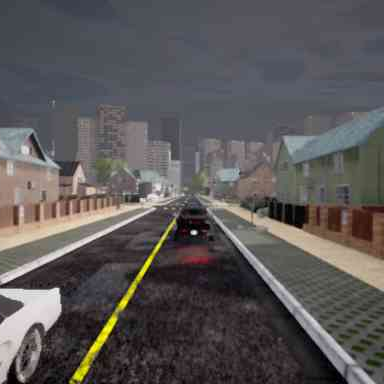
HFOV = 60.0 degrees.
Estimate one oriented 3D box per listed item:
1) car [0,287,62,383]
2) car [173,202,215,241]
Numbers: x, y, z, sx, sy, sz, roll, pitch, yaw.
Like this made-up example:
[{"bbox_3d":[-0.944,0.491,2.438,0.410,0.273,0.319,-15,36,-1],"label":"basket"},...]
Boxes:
[{"bbox_3d":[-2.820,1.597,2.576,1.895,1.301,4.718,0,0,0],"label":"car"},{"bbox_3d":[0.091,1.478,16.679,1.837,1.490,4.892,0,0,0],"label":"car"}]
